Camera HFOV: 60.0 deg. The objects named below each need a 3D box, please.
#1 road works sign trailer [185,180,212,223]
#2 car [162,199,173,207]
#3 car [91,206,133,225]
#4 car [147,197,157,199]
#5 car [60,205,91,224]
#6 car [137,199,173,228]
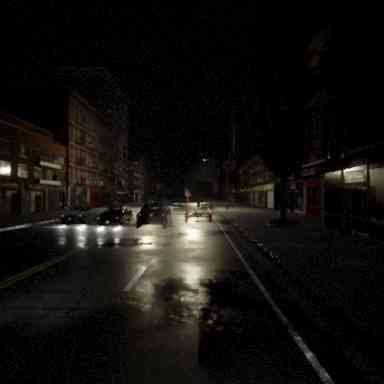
[{"bbox_3d":[0.553,0.782,28.833,2.380,3.560,2.880,0,-1,1],"label":"road works sign trailer"},{"bbox_3d":[-5.027,2.230,68.822,1.882,1.535,5.008,0,-1,1],"label":"car"},{"bbox_3d":[-6.096,1.839,26.881,2.033,1.411,5.357,0,-1,1],"label":"car"},{"bbox_3d":[-8.277,1.975,68.870,2.150,2.045,5.566,0,-1,1],"label":"car"},{"bbox_3d":[-9.322,1.826,27.810,1.812,1.442,4.674,0,-1,1],"label":"car"},{"bbox_3d":[-2.693,1.621,24.544,2.097,1.767,4.553,0,-1,1],"label":"car"}]
